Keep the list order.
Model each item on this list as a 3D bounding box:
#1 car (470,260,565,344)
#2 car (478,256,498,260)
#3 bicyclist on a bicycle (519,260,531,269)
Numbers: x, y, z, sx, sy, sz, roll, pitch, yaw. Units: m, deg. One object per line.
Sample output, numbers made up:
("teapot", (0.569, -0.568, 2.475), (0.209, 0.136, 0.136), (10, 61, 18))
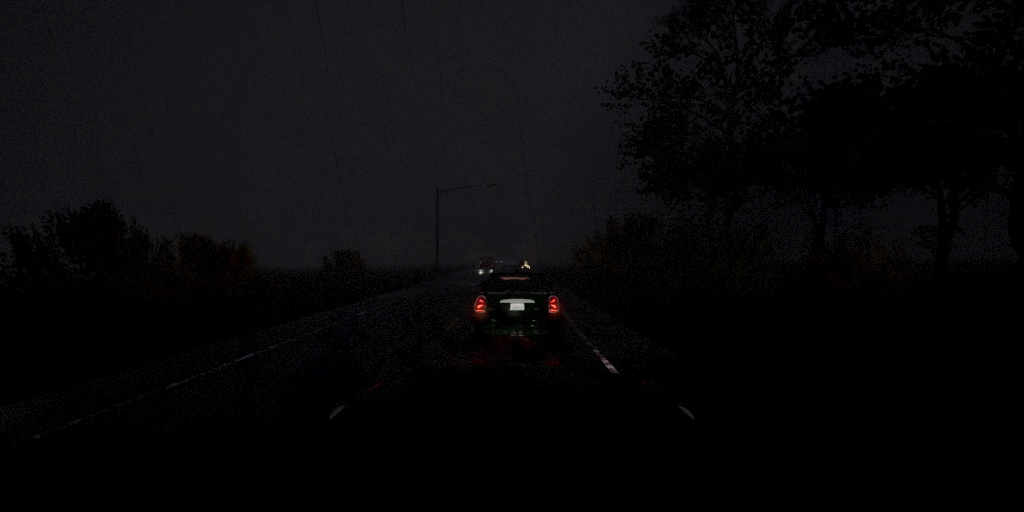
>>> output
("car", (0.116, 1.099, 9.740), (2.097, 1.767, 4.553), (0, 0, 0))
("car", (-3.688, 0.956, 53.145), (2.150, 2.045, 5.566), (0, 0, 0))
("bicyclist on a bicycle", (0.985, 1.177, 25.563), (0.866, 1.612, 1.509), (0, 0, 1))
